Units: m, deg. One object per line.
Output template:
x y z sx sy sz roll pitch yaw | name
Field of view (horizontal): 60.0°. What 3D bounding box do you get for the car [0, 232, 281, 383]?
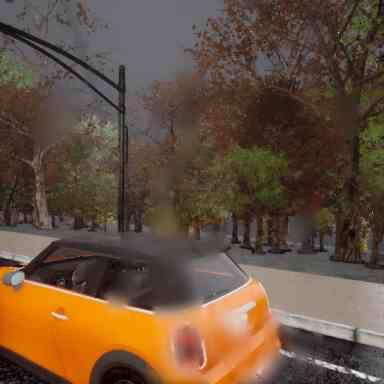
-1.239 1.351 4.581 4.553 1.767 2.097 0 0 36 | car
